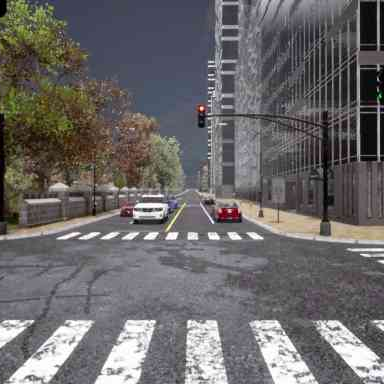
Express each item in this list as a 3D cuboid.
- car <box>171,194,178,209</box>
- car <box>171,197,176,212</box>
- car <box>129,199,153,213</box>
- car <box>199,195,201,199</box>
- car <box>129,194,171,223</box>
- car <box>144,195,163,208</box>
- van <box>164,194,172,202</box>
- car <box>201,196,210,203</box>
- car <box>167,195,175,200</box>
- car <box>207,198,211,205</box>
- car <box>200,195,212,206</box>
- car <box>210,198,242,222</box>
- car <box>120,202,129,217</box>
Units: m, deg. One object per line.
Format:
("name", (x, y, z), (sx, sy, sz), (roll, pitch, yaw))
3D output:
("car", (-2.994, 1.354, 45.885), (2.097, 1.767, 4.553), (0, 0, 0))
("car", (-3.024, 1.528, 35.675), (1.812, 1.442, 4.674), (0, 0, 0))
("car", (-5.612, 1.553, 37.420), (2.008, 1.369, 4.403), (0, 0, 0))
("car", (2.817, 1.434, 60.128), (1.967, 1.590, 4.097), (0, 0, 0))
("car", (-3.050, 1.223, 25.521), (2.150, 2.045, 5.566), (0, 0, 0))
("car", (-5.587, 1.316, 48.786), (2.192, 1.841, 5.009), (0, 0, 0))
("van", (-5.527, 1.313, 77.202), (1.690, 1.788, 3.998), (0, 0, 0))
("car", (2.841, 1.506, 71.664), (1.752, 1.417, 4.829), (0, 0, 0))
("car", (-5.504, 1.531, 88.569), (1.802, 1.307, 4.206), (0, 0, 0))
("car", (2.757, 1.568, 31.722), (1.947, 1.339, 4.313), (0, 0, 0))
("car", (2.805, 1.564, 54.447), (1.947, 1.339, 4.313), (0, 0, 0))
("car", (2.746, 1.442, 26.042), (1.967, 1.590, 4.097), (0, 0, 0))
("car", (-5.624, 1.547, 31.737), (1.887, 1.381, 4.507), (0, 0, 0))
